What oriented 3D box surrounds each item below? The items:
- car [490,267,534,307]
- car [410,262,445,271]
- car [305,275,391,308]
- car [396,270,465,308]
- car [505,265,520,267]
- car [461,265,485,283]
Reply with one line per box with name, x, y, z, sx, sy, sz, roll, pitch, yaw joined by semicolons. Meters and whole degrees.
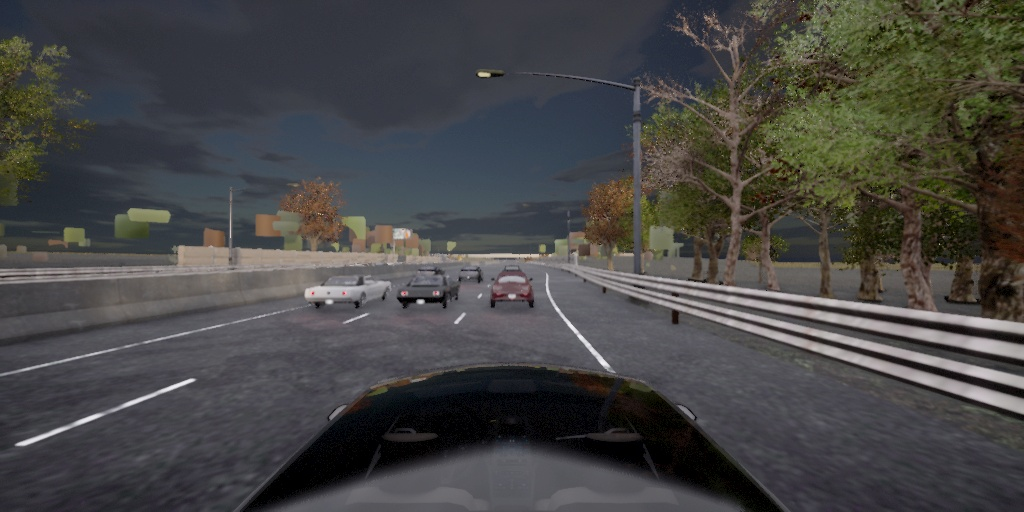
car;0.011;1.416;16.231;1.812;1.442;4.674;0;0;0
car;-6.984;1.535;31.151;2.128;1.511;4.902;0;0;0
car;-6.993;1.489;15.969;1.895;1.301;4.718;0;-1;0
car;-3.493;1.489;15.967;1.895;1.301;4.718;0;-1;0
car;0.017;1.550;31.159;1.837;1.490;4.892;0;0;0
car;-3.484;1.535;31.154;2.128;1.511;4.902;0;0;0
